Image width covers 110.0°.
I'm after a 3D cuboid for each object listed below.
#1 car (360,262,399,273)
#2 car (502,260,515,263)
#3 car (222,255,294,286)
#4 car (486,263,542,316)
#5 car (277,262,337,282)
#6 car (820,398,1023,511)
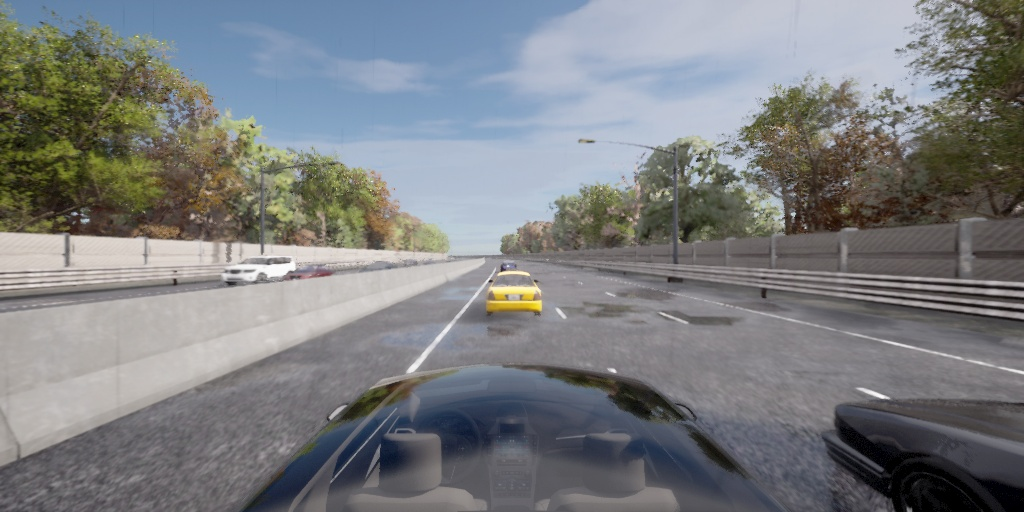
[{"bbox_3d":[-10.840,1.237,29.511,1.882,1.535,5.008,0,0,-1],"label":"car"},{"bbox_3d":[-0.448,1.269,44.441,2.163,1.488,4.792,0,0,-1],"label":"car"},{"bbox_3d":[-17.784,0.980,25.675,2.150,2.045,5.566,0,0,-1],"label":"car"},{"bbox_3d":[0.048,1.211,13.236,1.801,1.575,5.366,0,0,0],"label":"car"},{"bbox_3d":[-14.282,1.322,25.597,1.994,1.385,4.181,0,0,-1],"label":"car"},{"bbox_3d":[3.597,1.296,0.589,2.033,1.411,5.357,0,0,0],"label":"car"}]
